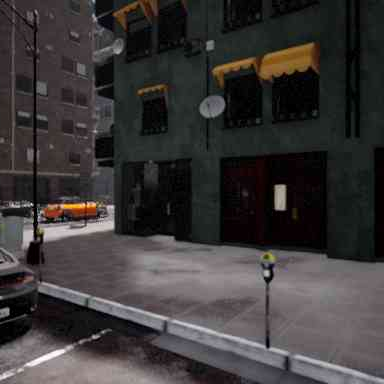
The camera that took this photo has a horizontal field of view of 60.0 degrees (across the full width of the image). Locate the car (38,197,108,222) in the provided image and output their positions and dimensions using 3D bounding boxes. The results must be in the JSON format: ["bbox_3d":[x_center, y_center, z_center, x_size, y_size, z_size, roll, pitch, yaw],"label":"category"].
[{"bbox_3d":[-8.338,1.128,24.341,2.097,1.767,4.553,0,1,34],"label":"car"}]

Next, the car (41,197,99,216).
[{"bbox_3d":[-11.063,1.253,30.569,1.752,1.417,4.829,1,1,35],"label":"car"}]

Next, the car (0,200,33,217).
[{"bbox_3d":[-14.151,1.354,26.143,2.008,1.369,4.403,1,1,35],"label":"car"}]

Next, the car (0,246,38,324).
[{"bbox_3d":[-4.580,1.553,6.136,4.403,1.369,2.008,0,0,35],"label":"car"}]
